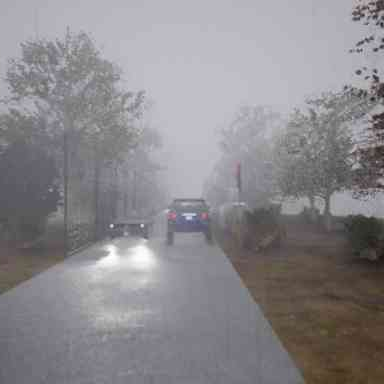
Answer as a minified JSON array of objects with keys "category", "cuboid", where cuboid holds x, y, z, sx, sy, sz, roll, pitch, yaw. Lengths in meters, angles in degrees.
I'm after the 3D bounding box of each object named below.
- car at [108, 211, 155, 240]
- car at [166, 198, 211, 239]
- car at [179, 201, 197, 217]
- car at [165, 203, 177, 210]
[{"category":"car","cuboid":[-3.112,1.698,17.888,1.895,1.301,4.718,0,-1,-1]},{"category":"car","cuboid":[-0.155,1.318,18.057,2.150,2.045,5.566,0,-1,-1]},{"category":"car","cuboid":[-0.459,1.841,36.590,1.882,1.535,5.008,0,-1,-1]},{"category":"car","cuboid":[-3.644,2.528,59.167,1.895,1.301,4.718,0,-2,0]}]
